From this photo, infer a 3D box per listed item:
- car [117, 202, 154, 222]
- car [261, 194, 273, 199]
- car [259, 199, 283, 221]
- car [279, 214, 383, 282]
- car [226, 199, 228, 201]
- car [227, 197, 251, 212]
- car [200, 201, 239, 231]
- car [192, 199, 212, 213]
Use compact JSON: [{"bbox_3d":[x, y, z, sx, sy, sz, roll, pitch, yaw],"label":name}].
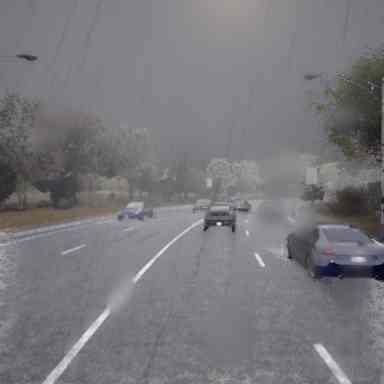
[{"bbox_3d":[-4.426,1.517,26.934,1.812,1.442,4.674,0,0,11],"label":"car"},{"bbox_3d":[16.868,1.212,74.364,1.837,1.490,4.892,0,0,30],"label":"car"},{"bbox_3d":[6.514,1.586,27.394,2.033,1.411,5.357,0,0,12],"label":"car"},{"bbox_3d":[4.125,1.583,9.949,1.994,1.385,4.181,0,0,4],"label":"car"},{"bbox_3d":[8.126,1.604,65.345,1.994,1.385,4.181,0,0,26],"label":"car"},{"bbox_3d":[5.759,1.603,38.818,1.994,1.385,4.181,0,0,16],"label":"car"},{"bbox_3d":[1.848,1.521,20.907,1.837,1.490,4.892,0,0,8],"label":"car"},{"bbox_3d":[1.331,1.524,36.630,1.837,1.490,4.892,0,0,15],"label":"car"}]
